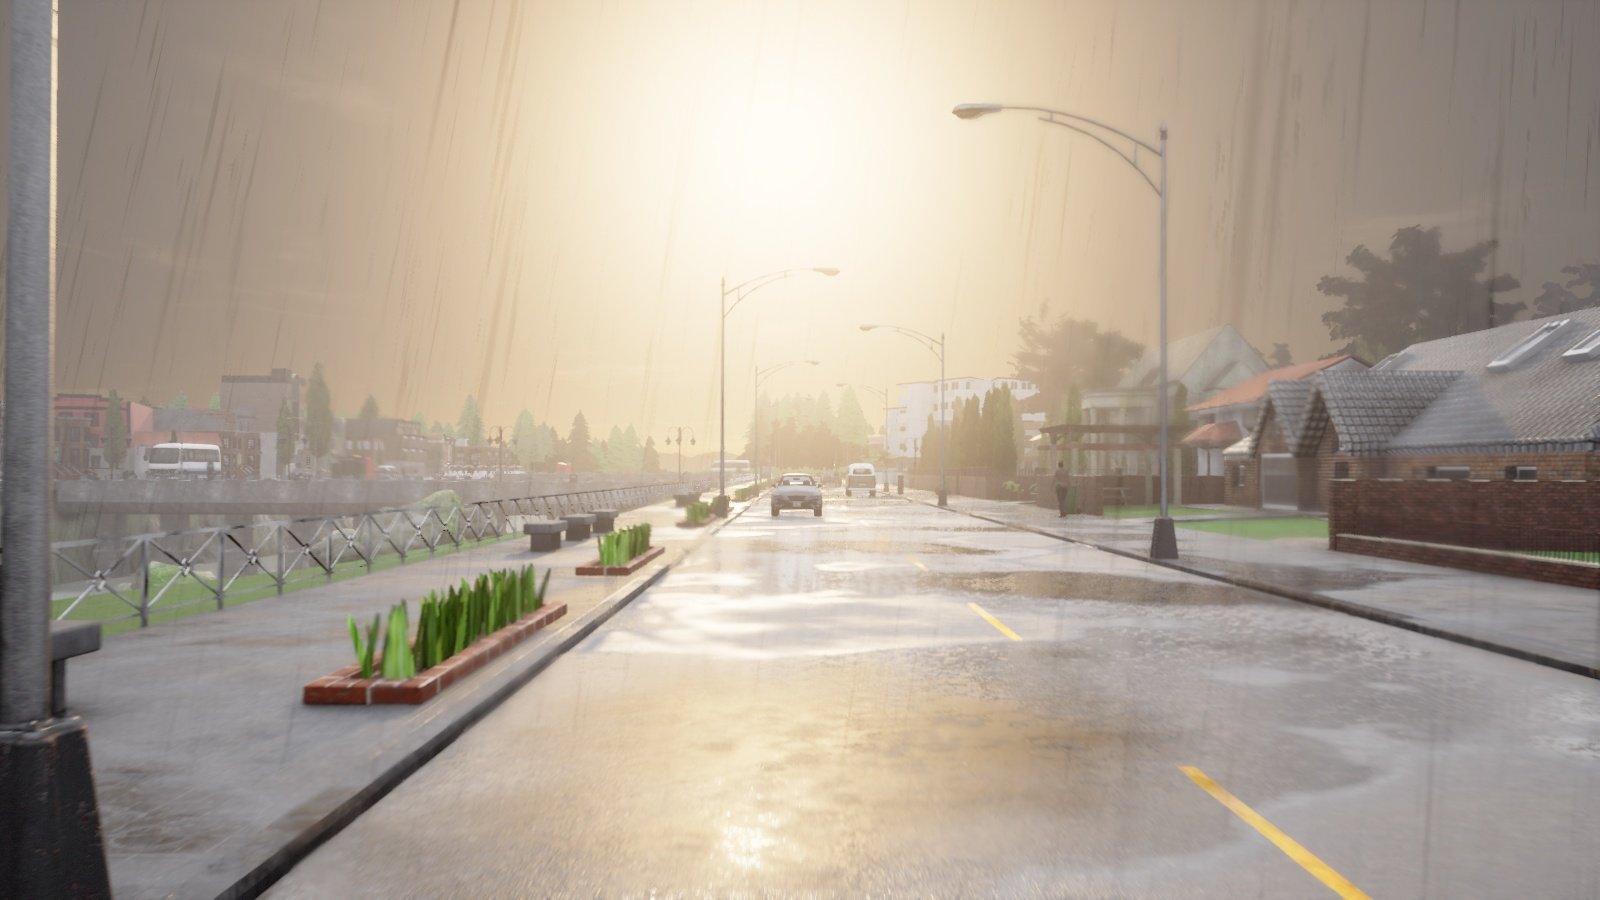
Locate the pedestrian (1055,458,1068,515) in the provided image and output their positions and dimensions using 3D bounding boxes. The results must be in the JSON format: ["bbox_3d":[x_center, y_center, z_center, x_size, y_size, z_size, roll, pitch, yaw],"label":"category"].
[{"bbox_3d":[8.351,1.163,40.113,0.328,1.805,0.869,0,-1,6],"label":"pedestrian"}]

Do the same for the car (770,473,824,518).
[{"bbox_3d":[-0.104,1.567,44.099,1.816,1.474,4.193,0,-1,0],"label":"car"}]

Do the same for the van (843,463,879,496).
[{"bbox_3d":[3.813,1.846,79.055,2.069,2.038,4.480,0,-1,0],"label":"van"}]
